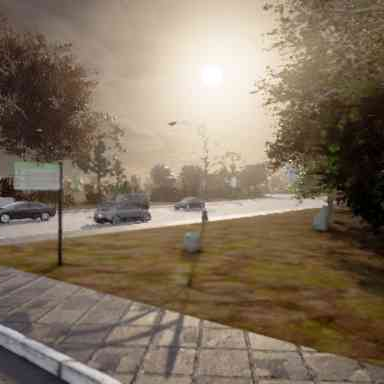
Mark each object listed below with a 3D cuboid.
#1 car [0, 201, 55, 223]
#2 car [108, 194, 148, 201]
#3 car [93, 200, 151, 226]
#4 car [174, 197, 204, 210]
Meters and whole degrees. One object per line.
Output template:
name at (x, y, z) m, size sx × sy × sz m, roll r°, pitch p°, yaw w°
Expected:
car at (-12.945, 1.481, 25.250) m, size 1.837 × 1.490 × 4.892 m, roll 0°, pitch 0°, yaw 39°
car at (-6.695, 1.188, 33.070) m, size 2.150 × 2.045 × 5.566 m, roll 0°, pitch 0°, yaw 38°
car at (-4.905, 1.546, 23.751) m, size 1.994 × 1.385 × 4.181 m, roll 0°, pitch 0°, yaw 39°
car at (-0.277, 1.438, 41.276) m, size 1.837 × 1.490 × 4.892 m, roll 0°, pitch 0°, yaw 37°
